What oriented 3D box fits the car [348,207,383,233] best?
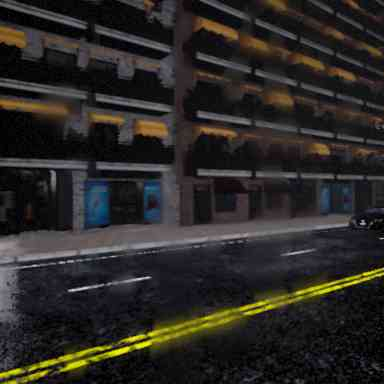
[{"bbox_3d":[11.068,1.572,19.569,4.181,1.385,1.994,0,0,-36],"label":"car"}]
